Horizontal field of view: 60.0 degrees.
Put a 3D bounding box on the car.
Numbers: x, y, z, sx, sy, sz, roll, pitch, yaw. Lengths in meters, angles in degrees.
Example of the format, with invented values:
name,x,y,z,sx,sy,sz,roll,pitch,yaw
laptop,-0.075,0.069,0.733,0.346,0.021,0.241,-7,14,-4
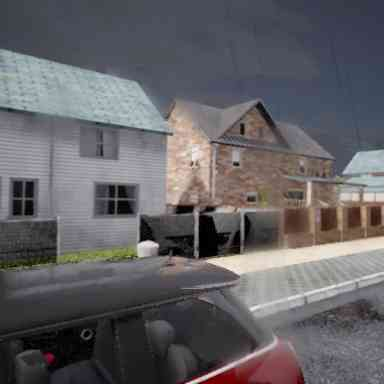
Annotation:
name,x,y,z,sx,sy,sz,roll,pitch,yaw
car,-1.345,1.355,1.980,4.553,1.767,2.097,1,0,-35
